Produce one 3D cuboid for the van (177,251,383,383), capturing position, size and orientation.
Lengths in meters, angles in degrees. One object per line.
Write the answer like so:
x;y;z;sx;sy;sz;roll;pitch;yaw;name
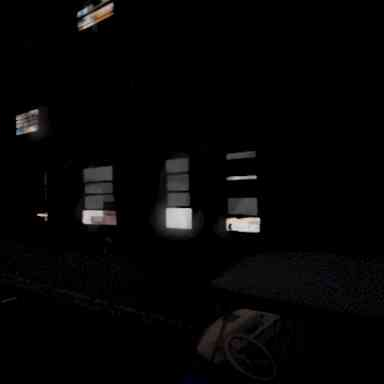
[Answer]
1.711;1.338;1.676;3.998;1.788;1.690;0;-1;36;van
